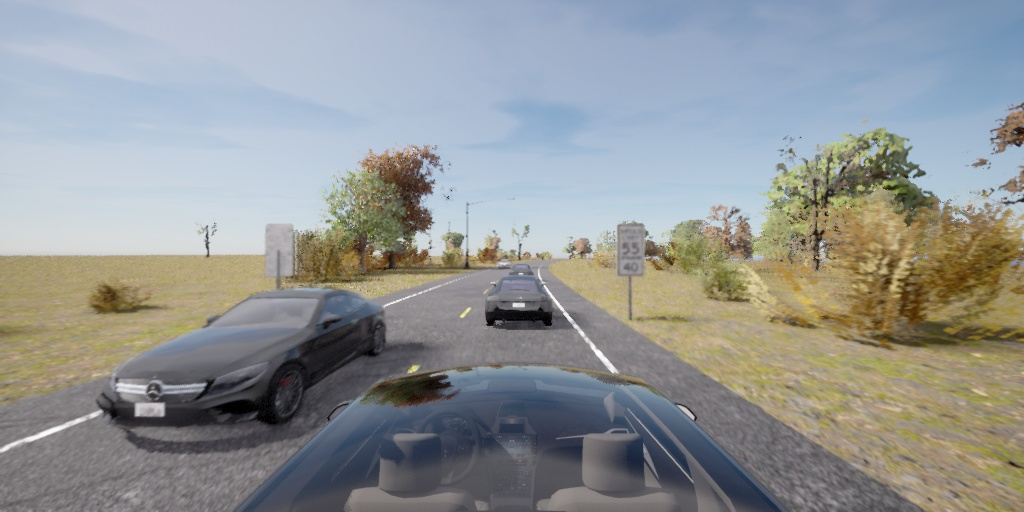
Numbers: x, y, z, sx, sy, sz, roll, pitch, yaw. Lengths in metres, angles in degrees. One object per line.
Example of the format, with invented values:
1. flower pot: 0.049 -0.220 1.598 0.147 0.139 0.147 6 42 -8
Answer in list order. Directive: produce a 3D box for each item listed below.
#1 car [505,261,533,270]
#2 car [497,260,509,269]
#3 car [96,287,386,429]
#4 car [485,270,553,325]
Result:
1. car: 0.779 1.316 29.400 1.994 1.385 4.181 0 0 3
2. car: -1.134 1.273 55.661 1.812 1.442 4.674 0 0 5
3. car: -3.559 1.274 5.882 1.812 1.442 4.674 0 0 1
4. car: 0.220 1.317 11.854 1.994 1.385 4.181 0 0 1
